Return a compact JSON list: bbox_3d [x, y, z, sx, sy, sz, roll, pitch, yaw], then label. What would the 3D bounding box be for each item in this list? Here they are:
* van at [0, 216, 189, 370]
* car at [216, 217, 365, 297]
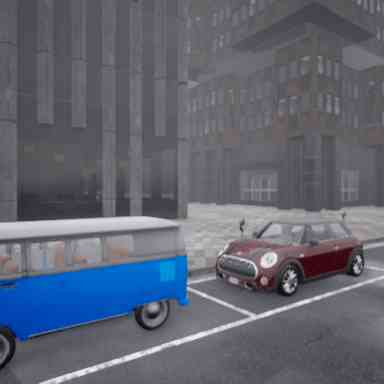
[{"bbox_3d":[-1.964,1.335,5.246,3.998,1.788,1.690,0,0,-35],"label":"van"},{"bbox_3d":[2.538,1.407,8.449,4.097,1.590,1.967,0,0,-35],"label":"car"}]
